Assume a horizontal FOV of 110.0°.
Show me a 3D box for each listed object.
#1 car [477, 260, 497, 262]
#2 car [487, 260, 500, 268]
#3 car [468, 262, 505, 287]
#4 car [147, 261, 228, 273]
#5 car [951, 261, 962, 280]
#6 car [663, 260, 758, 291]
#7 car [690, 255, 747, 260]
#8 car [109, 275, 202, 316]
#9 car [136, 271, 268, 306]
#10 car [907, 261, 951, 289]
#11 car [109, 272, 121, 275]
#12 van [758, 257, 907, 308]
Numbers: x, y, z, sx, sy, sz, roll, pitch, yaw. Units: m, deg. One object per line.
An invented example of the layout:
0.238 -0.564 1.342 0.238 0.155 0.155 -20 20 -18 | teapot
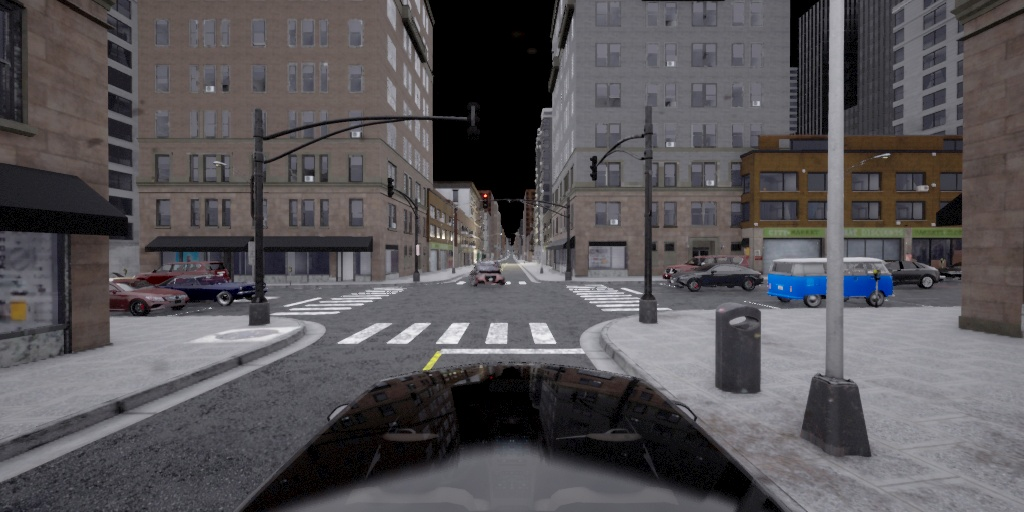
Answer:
-3.091 1.250 38.399 2.128 1.511 4.902 0 0 0 | car
-3.062 1.351 60.794 1.994 1.385 4.181 0 0 0 | car
-1.831 1.310 24.608 1.994 1.385 4.181 0 0 -14 | car
-20.343 1.270 22.178 5.009 1.841 2.192 0 0 0 | car
28.926 0.915 22.295 4.313 1.339 1.948 0 0 0 | car
11.103 1.113 19.603 4.674 1.442 1.812 -1 0 1 | car
12.098 0.871 22.255 5.009 1.841 2.192 0 0 0 | car
-14.817 1.527 13.666 4.207 1.307 1.802 0 0 0 | car
-13.953 1.517 16.330 4.718 1.301 1.895 -1 0 0 | car
20.289 0.980 19.608 4.892 1.490 1.837 -1 0 0 | car
-26.017 1.550 22.165 4.829 1.417 1.751 0 0 0 | car
12.119 0.957 13.729 3.998 1.789 1.690 0 0 0 | van
